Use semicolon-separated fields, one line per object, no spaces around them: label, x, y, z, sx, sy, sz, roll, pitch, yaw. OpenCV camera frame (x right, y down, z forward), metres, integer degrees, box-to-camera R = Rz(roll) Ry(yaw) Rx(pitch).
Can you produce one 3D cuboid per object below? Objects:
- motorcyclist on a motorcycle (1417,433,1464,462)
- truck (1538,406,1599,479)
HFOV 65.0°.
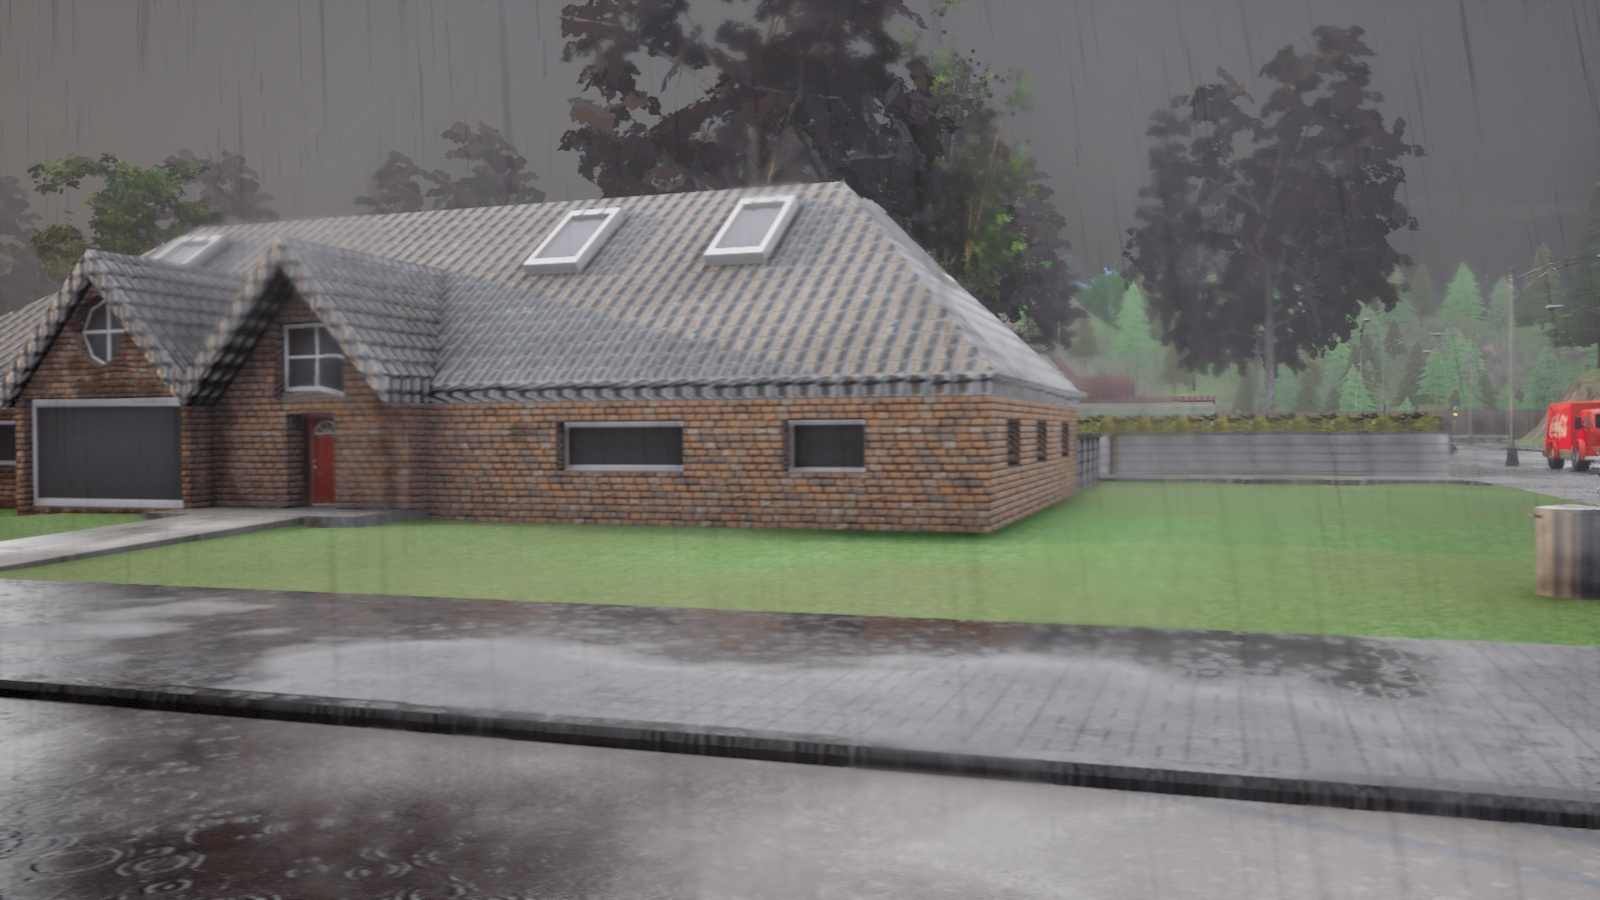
motorcyclist on a motorcycle;34.695;-0.124;68.068;2.191;1.530;0.866;0;0;-10
truck;28.317;-0.297;44.582;2.627;2.467;5.204;0;1;19
